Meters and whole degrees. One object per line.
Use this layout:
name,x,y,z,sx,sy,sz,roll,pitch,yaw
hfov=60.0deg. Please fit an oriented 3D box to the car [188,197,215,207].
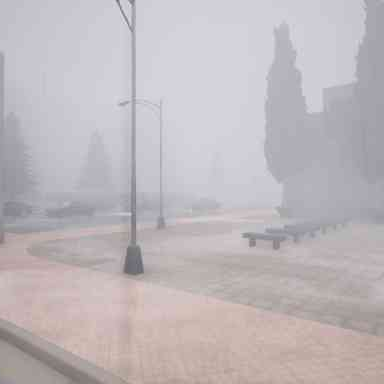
car,1.521,1.563,51.403,1.994,1.385,4.181,0,0,38

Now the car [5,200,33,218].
car,-16.239,1.504,28.491,1.837,1.490,4.892,0,0,39

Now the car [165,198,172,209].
car,-4.689,1.503,43.389,1.837,1.490,4.892,0,0,38

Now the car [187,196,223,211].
car,1.792,1.563,40.016,1.994,1.385,4.181,0,0,38

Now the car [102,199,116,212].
car,-10.454,1.490,35.918,2.128,1.511,4.902,0,0,38

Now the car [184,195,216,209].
car,0.873,1.504,44.860,1.837,1.490,4.892,0,0,38

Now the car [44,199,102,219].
car,-10.774,1.525,29.736,1.812,1.442,4.674,0,0,37

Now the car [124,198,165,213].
car,-5.469,1.563,36.640,1.994,1.385,4.181,0,0,38
